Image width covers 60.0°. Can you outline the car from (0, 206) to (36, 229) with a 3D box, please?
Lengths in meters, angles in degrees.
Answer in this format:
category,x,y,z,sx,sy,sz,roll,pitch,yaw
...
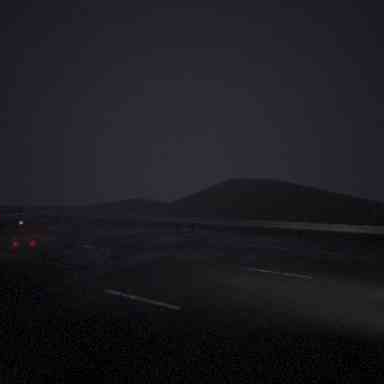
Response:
category,x,y,z,sx,sy,sz,roll,pitch,yaw
car,-11.774,1.472,20.185,4.718,1.301,1.895,0,1,29
